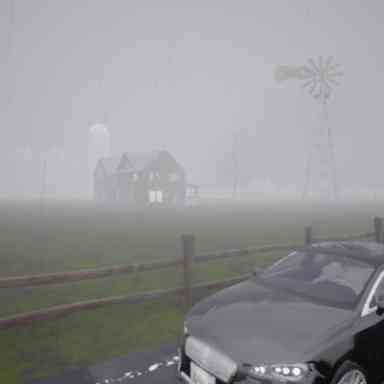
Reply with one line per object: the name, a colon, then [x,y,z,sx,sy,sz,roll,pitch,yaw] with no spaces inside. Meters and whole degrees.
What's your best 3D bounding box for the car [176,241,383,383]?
car: [2.091,1.505,4.565,4.902,1.511,2.128,0,0,-36]
